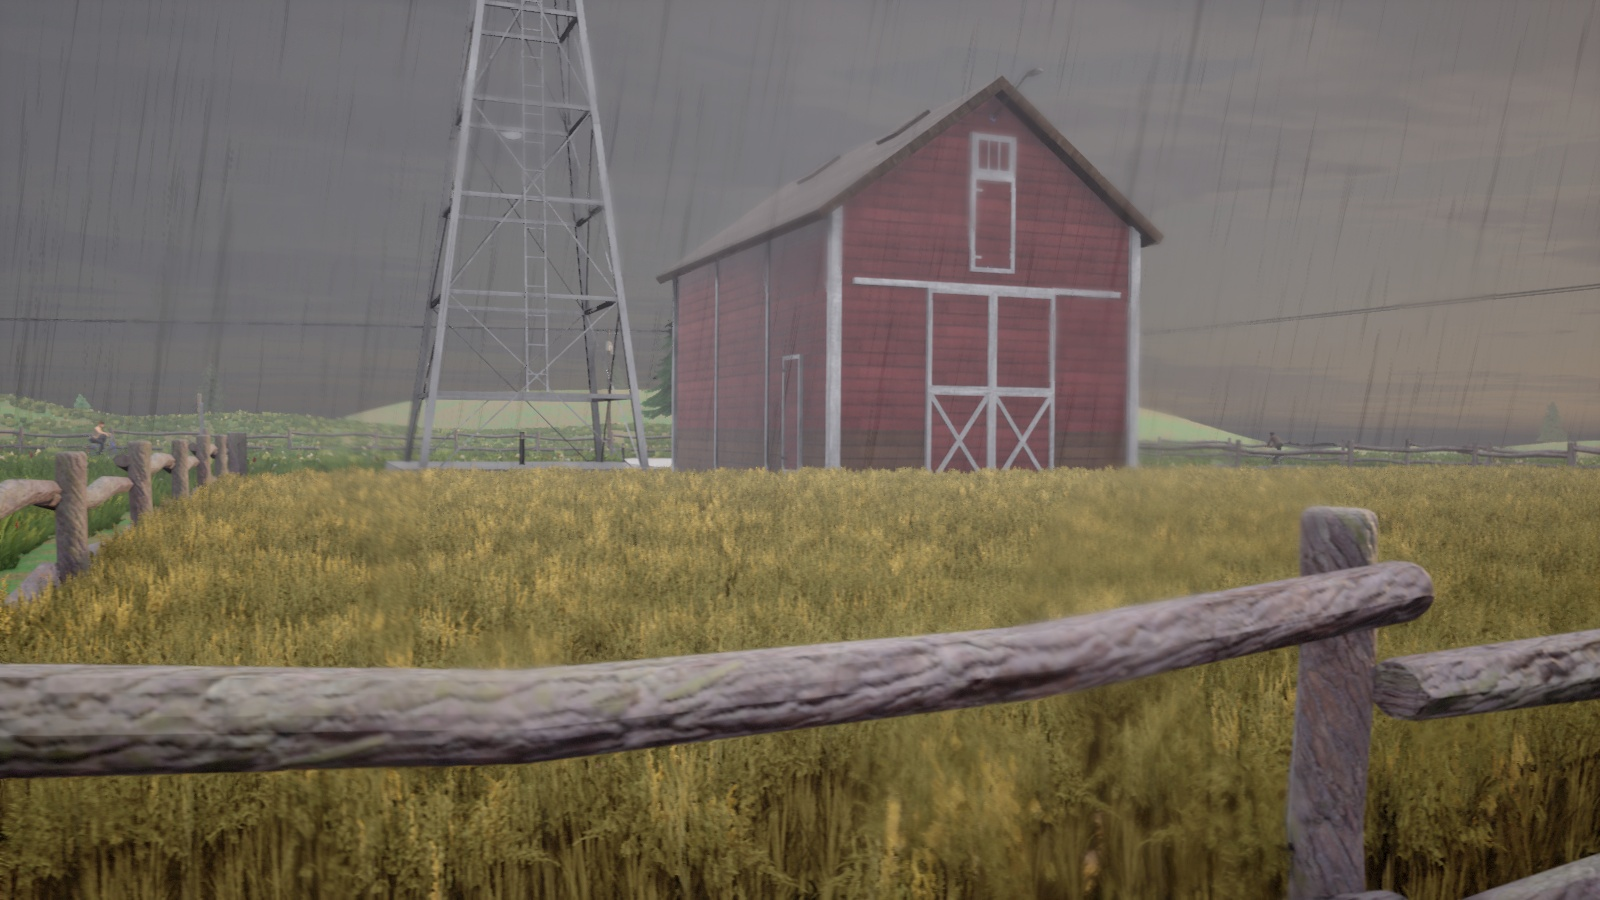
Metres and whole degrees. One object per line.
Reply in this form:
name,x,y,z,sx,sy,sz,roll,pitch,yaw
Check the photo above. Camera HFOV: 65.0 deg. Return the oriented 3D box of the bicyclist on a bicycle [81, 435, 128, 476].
bicyclist on a bicycle,-28.453,0.219,51.385,1.509,1.612,0.866,-1,1,-15
